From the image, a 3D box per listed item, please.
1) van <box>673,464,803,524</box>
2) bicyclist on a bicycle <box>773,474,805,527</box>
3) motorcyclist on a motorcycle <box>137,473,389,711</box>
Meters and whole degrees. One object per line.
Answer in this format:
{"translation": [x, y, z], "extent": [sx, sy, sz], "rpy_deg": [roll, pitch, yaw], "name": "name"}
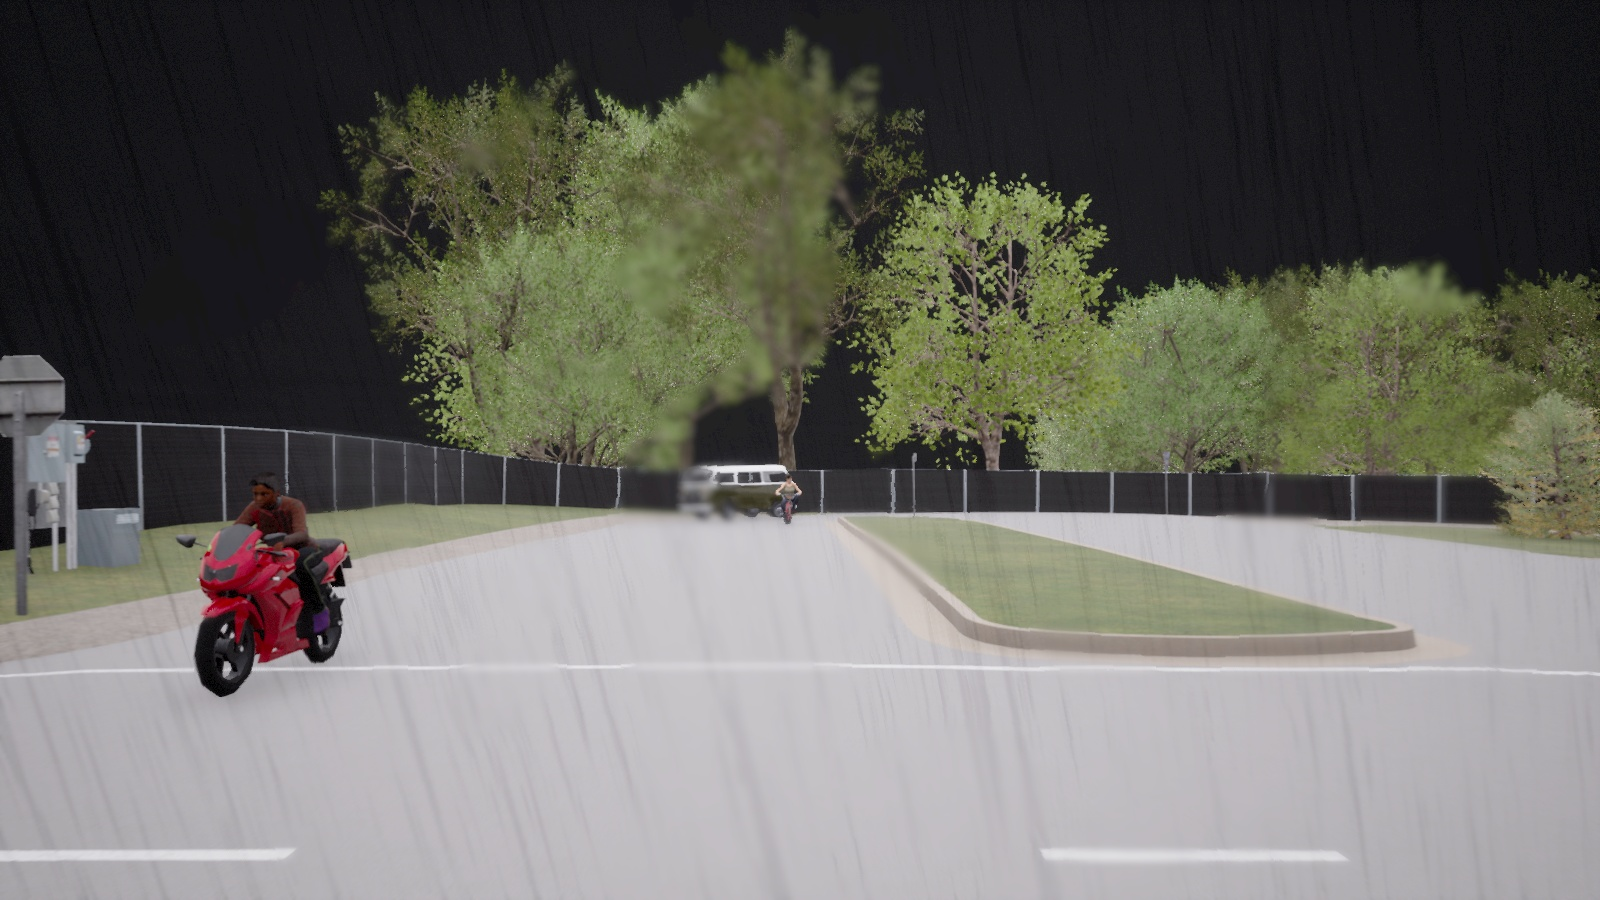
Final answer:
{"translation": [-2.278, 1.622, 46.916], "extent": [4.480, 2.038, 2.069], "rpy_deg": [0, -3, -43], "name": "van"}
{"translation": [-0.347, 1.576, 39.335], "extent": [0.866, 1.612, 1.509], "rpy_deg": [-1, -2, 4], "name": "bicyclist on a bicycle"}
{"translation": [-3.852, 0.950, 9.233], "extent": [0.797, 1.523, 2.044], "rpy_deg": [-2, -1, 5], "name": "motorcyclist on a motorcycle"}
